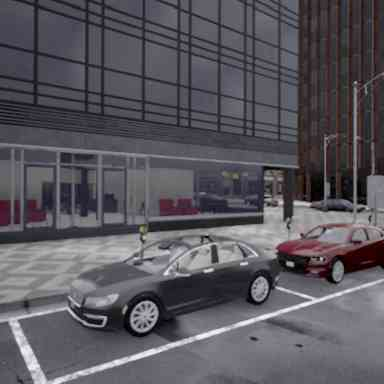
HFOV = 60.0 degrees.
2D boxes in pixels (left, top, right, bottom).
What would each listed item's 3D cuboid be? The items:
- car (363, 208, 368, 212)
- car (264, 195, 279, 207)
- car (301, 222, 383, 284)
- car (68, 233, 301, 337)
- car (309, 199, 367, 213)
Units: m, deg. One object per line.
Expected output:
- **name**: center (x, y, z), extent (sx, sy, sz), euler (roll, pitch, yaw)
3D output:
- **car**: center (8.757, 1.524, 12.916), extent (4.097, 1.590, 1.967), euler (0, 0, -36)
- **car**: center (8.742, 1.142, 41.989), extent (1.837, 1.490, 4.892), euler (0, 1, -36)
- **car**: center (4.317, 1.597, 9.742), extent (4.507, 1.381, 1.887), euler (0, 0, -36)
- **car**: center (-0.122, 1.572, 6.568), extent (4.403, 1.369, 2.008), euler (0, 0, -36)
- **car**: center (14.675, 1.383, 33.627), extent (2.033, 1.411, 5.357), euler (0, 1, -41)
